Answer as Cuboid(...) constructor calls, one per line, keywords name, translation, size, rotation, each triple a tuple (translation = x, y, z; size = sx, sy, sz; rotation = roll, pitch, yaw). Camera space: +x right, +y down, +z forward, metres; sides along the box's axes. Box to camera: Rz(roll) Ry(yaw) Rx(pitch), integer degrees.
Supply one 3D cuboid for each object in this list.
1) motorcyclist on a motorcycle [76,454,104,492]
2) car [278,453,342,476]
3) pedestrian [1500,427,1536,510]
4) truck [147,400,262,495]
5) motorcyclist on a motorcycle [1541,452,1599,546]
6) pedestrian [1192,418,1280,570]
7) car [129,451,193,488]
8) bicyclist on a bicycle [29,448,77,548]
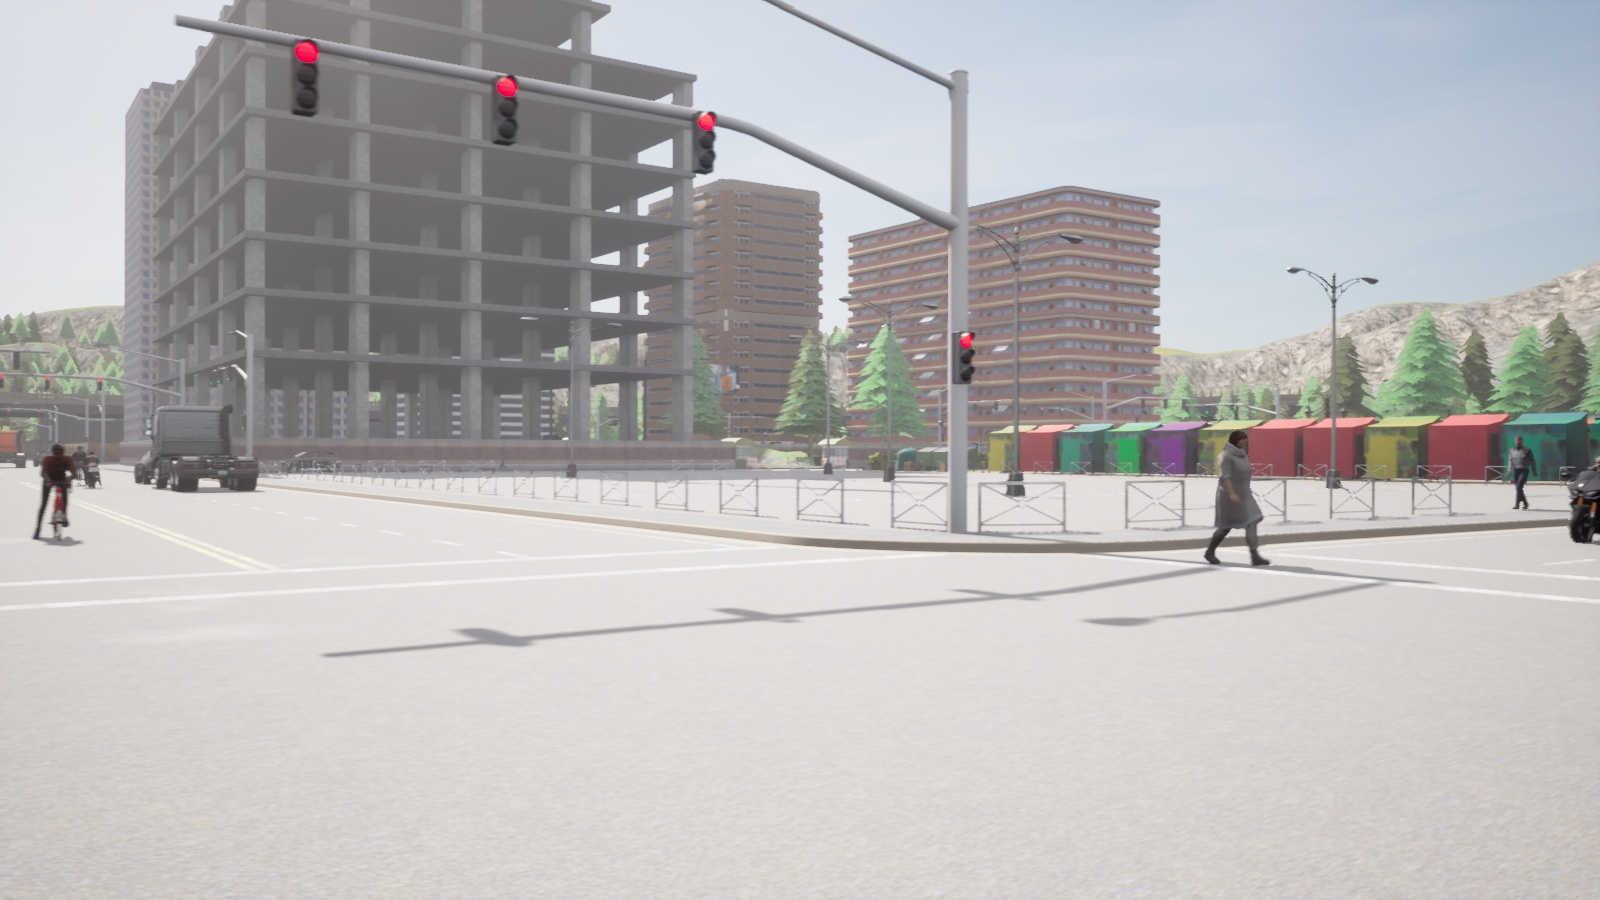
Cuboid(name="motorcyclist on a motorcycle", translation=(-28.861, 0.914, 51.023), size=(0.797, 1.523, 2.044), rotation=(0, 0, -34))
Cuboid(name="car", translation=(-33.231, 0.947, 85.169), size=(3.705, 1.549, 1.789), rotation=(0, 0, -35))
Cuboid(name="pedestrian", translation=(17.168, 0.441, 30.035), size=(0.788, 1.949, 0.423), rotation=(0, 0, -33))
Cuboid(name="truck", translation=(-23.623, -0.068, 49.578), size=(2.891, 3.462, 7.936), rotation=(0, 0, -34))
Cuboid(name="motorcyclist on a motorcycle", translation=(13.715, 0.804, 21.513), size=(2.191, 1.530, 0.866), rotation=(0, 0, -33))
Cuboid(name="pedestrian", translation=(5.773, 0.565, 16.650), size=(0.659, 1.952, 0.873), rotation=(0, 0, -33))
Cuboid(name="car", translation=(-29.914, 0.882, 58.741), size=(2.033, 1.649, 4.856), rotation=(0, 0, -34))
Cuboid(name="bicyclist on a bicycle", translation=(-12.590, 0.776, 21.141), size=(0.582, 1.620, 1.656), rotation=(0, 0, -34))
